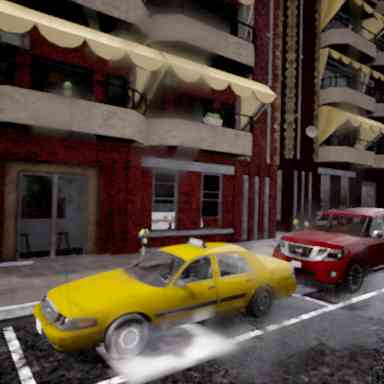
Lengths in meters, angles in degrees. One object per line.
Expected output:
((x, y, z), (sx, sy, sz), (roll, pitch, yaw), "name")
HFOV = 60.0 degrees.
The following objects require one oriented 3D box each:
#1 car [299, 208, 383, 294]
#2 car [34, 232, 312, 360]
((4.509, 1.401, 9.285), (5.009, 1.841, 2.192), (1, 1, -35), "car")
((-0.137, 1.557, 5.977), (4.829, 1.417, 1.752), (1, 1, -35), "car")
